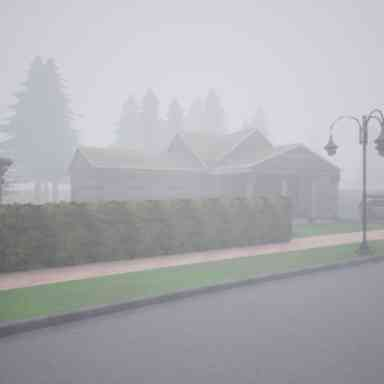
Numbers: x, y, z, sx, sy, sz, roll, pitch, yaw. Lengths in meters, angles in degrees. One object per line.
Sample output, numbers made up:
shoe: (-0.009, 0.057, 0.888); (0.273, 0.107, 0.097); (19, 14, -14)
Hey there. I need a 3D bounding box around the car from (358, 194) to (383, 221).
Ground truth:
car: (13.161, 1.109, 22.139); (1.905, 1.878, 3.866); (0, 0, -31)
